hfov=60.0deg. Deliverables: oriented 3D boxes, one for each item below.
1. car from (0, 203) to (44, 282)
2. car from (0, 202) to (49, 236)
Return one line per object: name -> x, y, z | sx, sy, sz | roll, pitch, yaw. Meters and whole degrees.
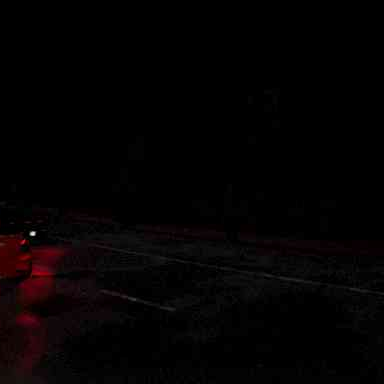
car -> -5.978, 1.225, 8.205 | 4.553, 1.767, 2.097 | 2, 1, 36
car -> -7.950, 1.194, 13.909 | 4.892, 1.490, 1.837 | 3, 2, 35
